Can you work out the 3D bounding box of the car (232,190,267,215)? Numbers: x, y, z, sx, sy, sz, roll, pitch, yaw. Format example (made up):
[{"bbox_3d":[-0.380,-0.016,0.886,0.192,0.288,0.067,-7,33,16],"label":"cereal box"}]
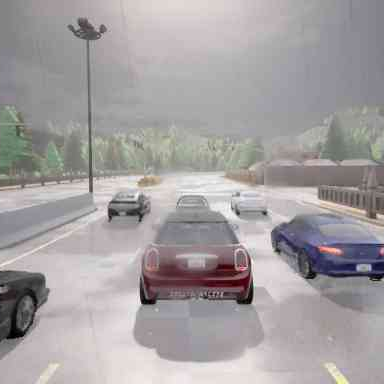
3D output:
[{"bbox_3d":[3.552,0.584,21.063,1.812,1.442,4.674,0,4,1],"label":"car"}]

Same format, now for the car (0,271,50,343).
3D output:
[{"bbox_3d":[-3.406,1.512,3.353,2.033,1.411,5.357,0,1,0],"label":"car"}]

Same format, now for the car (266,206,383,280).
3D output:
[{"bbox_3d":[3.572,1.317,9.220,1.812,1.442,4.674,0,2,0],"label":"car"}]

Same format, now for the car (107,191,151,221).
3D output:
[{"bbox_3d":[-3.475,0.688,18.997,2.128,1.511,4.902,0,4,0],"label":"car"}]

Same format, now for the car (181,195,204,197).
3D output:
[{"bbox_3d":[0.034,0.861,17.332,2.033,1.411,5.357,0,4,0],"label":"car"}]

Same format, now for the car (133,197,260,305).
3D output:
[{"bbox_3d":[0.077,1.192,7.950,2.097,1.767,4.553,0,2,0],"label":"car"}]
